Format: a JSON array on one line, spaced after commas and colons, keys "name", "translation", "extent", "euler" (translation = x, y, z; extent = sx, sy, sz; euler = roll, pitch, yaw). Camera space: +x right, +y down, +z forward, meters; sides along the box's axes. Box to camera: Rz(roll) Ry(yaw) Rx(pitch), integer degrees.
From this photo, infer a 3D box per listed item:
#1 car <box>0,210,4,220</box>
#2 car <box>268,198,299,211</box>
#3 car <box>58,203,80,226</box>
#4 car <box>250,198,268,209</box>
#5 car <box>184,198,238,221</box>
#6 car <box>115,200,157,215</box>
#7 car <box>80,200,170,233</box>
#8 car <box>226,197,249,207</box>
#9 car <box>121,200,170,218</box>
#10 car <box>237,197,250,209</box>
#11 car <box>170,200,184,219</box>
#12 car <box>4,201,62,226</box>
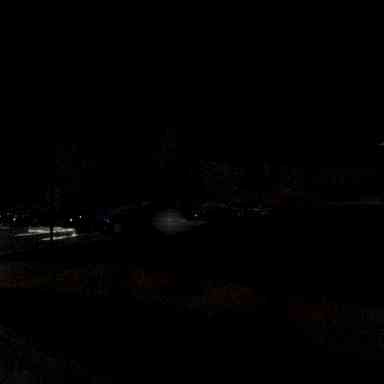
[{"name": "car", "translation": [-12.359, 1.505, 25.966], "extent": [1.837, 1.490, 4.892], "euler": [0, 0, 36]}, {"name": "car", "translation": [11.447, 1.601, 40.811], "extent": [1.895, 1.301, 4.718], "euler": [0, 0, 36]}, {"name": "car", "translation": [-6.358, 1.564, 22.320], "extent": [1.994, 1.385, 4.181], "euler": [0, 0, 36]}, {"name": "car", "translation": [10.356, 1.548, 45.239], "extent": [2.033, 1.411, 5.357], "euler": [0, 0, 36]}, {"name": "car", "translation": [1.674, 1.526, 27.380], "extent": [1.812, 1.442, 4.674], "euler": [0, 0, 36]}, {"name": "car", "translation": [-5.813, 1.564, 34.961], "extent": [1.994, 1.385, 4.181], "euler": [0, 0, 36]}, {"name": "car", "translation": [-3.830, 1.478, 19.837], "extent": [1.882, 1.535, 5.008], "euler": [0, 0, 36]}, {"name": "car", "translation": [7.272, 1.564, 52.844], "extent": [1.994, 1.385, 4.181], "euler": [0, 0, 37]}, {"name": "car", "translation": [-4.254, 1.526, 31.133], "extent": [1.812, 1.442, 4.674], "euler": [0, 0, 36]}, {"name": "car", "translation": [6.965, 1.477, 46.534], "extent": [1.882, 1.535, 5.008], "euler": [0, 0, 36]}, {"name": "car", "translation": [-1.114, 1.504, 29.525], "extent": [1.837, 1.490, 4.892], "euler": [0, 0, 36]}, {"name": "car", "translation": [-9.951, 1.491, 23.327], "extent": [2.128, 1.511, 4.902], "euler": [0, 0, 36]}]
